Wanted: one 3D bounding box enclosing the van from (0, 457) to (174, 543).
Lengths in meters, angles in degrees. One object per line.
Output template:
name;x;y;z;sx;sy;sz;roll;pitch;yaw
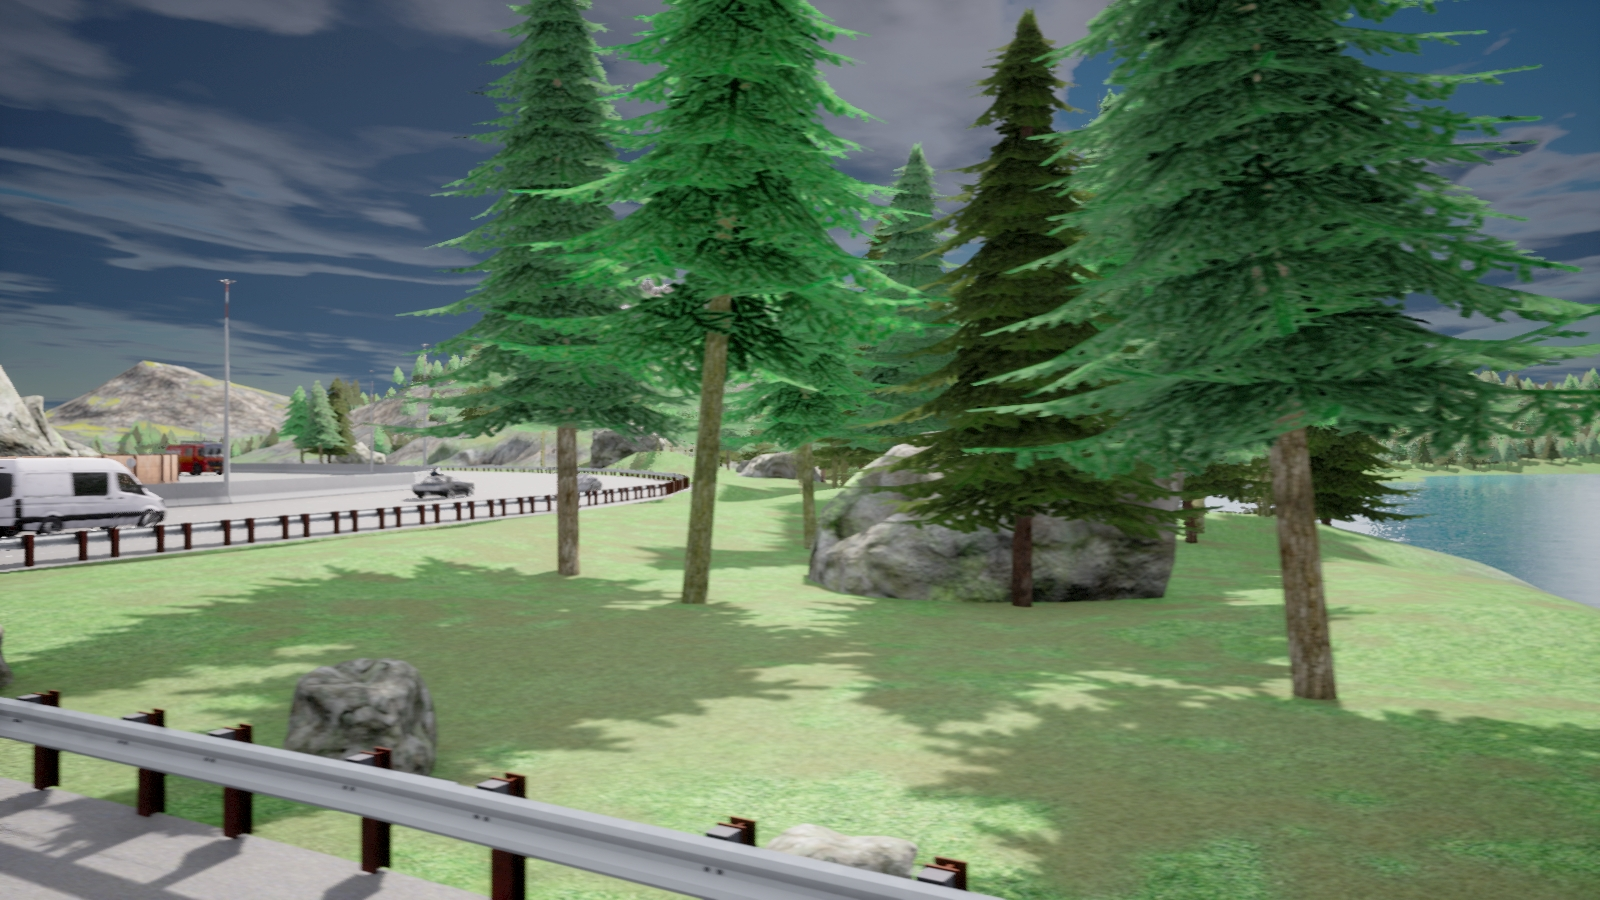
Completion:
van;-23.992;1.543;37.952;1.988;2.561;5.915;0;0;17

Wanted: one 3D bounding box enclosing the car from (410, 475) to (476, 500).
car;-20.677;2.159;66.408;1.895;1.301;4.718;0;0;7

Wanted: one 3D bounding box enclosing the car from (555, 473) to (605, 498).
car;-13.390;2.119;69.696;1.994;1.385;4.181;0;0;4
